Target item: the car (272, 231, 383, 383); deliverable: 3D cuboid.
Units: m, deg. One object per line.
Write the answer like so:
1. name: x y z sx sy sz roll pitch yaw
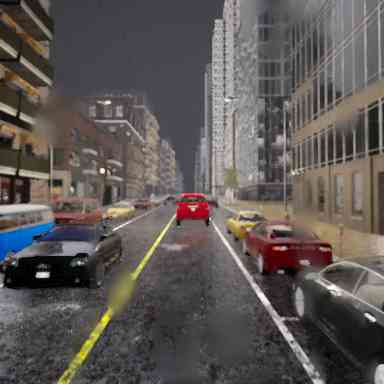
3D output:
1. car: 2.665 1.536 4.388 2.008 1.369 4.403 1 0 0

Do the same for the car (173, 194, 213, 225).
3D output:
1. car: 0.064 1.147 23.189 2.150 2.045 5.566 0 0 0

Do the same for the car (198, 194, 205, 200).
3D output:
1. car: 2.528 1.284 89.856 1.887 1.381 4.507 1 0 0

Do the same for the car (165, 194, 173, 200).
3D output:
1. car: -5.809 1.277 84.095 1.752 1.417 4.829 1 0 0

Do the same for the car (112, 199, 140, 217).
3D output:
1. car: -5.718 1.437 27.121 1.752 1.417 4.829 1 0 0

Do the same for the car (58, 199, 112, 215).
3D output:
1. car: -5.695 1.263 15.894 2.192 1.841 5.009 1 0 0

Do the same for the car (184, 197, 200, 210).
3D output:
1. car: 0.035 1.374 40.941 1.837 1.490 4.892 0 0 0

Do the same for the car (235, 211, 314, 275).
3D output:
1. car: 2.656 1.512 10.086 1.887 1.381 4.507 1 0 0

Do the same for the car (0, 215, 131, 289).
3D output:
1. car: -3.115 1.534 8.934 1.994 1.385 4.181 0 0 0

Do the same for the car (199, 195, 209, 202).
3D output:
1. car: 2.556 1.324 72.762 1.887 1.381 4.507 1 0 0

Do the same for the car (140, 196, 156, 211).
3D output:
1. car: -5.737 1.422 38.686 1.887 1.381 4.507 1 0 0

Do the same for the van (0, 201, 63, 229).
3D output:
1. van: -5.687 1.308 10.197 1.690 1.788 3.998 1 0 0

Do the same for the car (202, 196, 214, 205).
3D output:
1. car: 2.583 1.351 55.839 1.752 1.417 4.829 1 0 0

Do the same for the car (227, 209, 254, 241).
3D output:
1. car: 2.647 1.473 15.953 1.752 1.417 4.829 1 0 0

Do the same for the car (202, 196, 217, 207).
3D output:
1. car: 2.592 1.388 49.970 1.887 1.381 4.507 1 0 0

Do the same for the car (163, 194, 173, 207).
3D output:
1. car: -3.160 1.371 49.317 1.812 1.442 4.674 0 0 0

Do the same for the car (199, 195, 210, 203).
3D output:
1. car: 2.565 1.345 67.064 2.008 1.369 4.403 1 0 0

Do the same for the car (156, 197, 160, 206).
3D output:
1. car: -5.754 1.369 49.911 1.752 1.417 4.829 1 0 0

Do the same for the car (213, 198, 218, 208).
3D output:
1. car: 2.600 1.442 44.272 1.802 1.307 4.206 1 0 0

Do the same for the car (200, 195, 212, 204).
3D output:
1. car: 2.574 1.355 61.367 1.887 1.381 4.507 1 0 0
